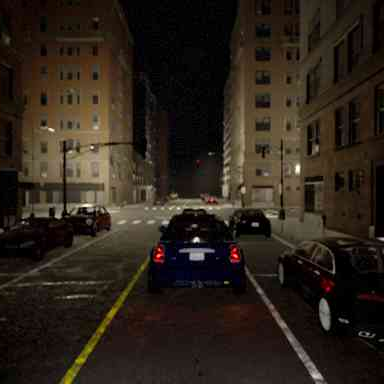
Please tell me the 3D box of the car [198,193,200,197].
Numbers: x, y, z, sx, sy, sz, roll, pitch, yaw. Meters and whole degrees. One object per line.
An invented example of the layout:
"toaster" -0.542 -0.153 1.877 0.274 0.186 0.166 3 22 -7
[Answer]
"car" 3.367 1.397 86.981 1.967 1.590 4.097 0 0 0

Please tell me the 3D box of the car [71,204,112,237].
"car" -5.587 1.408 17.480 1.967 1.590 4.097 0 0 0

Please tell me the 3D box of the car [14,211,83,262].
"car" -5.614 1.559 11.978 1.802 1.307 4.206 0 0 0

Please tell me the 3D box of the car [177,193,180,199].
"car" -5.122 1.283 92.441 2.192 1.841 5.009 0 0 0

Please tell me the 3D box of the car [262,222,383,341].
"car" 2.885 1.538 6.436 2.008 1.369 4.403 0 0 0

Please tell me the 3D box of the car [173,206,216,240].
"car" 0.128 1.531 17.515 1.994 1.385 4.181 0 0 1

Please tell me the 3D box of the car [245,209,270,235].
"car" 2.938 1.533 17.438 1.947 1.339 4.313 0 0 0

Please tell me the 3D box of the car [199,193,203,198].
"car" 3.295 1.381 76.163 1.967 1.590 4.097 0 0 0

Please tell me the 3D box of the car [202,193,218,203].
"car" 3.152 1.373 54.528 1.967 1.590 4.097 0 0 0

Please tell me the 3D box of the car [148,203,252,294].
"car" 0.120 1.335 8.932 2.097 1.767 4.553 0 0 0

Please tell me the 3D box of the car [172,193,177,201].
"car" -5.194 1.473 81.454 1.752 1.417 4.829 0 0 0

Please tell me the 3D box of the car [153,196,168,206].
"car" -5.373 1.515 54.582 1.802 1.307 4.206 0 0 0

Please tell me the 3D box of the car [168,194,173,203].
"car" -5.300 1.484 65.399 2.008 1.369 4.403 0 0 0

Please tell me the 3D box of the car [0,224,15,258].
"car" -5.640 1.553 6.477 1.947 1.339 4.313 0 0 0

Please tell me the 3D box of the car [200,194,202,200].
"car" 3.224 1.483 65.345 2.008 1.369 4.403 0 0 0
